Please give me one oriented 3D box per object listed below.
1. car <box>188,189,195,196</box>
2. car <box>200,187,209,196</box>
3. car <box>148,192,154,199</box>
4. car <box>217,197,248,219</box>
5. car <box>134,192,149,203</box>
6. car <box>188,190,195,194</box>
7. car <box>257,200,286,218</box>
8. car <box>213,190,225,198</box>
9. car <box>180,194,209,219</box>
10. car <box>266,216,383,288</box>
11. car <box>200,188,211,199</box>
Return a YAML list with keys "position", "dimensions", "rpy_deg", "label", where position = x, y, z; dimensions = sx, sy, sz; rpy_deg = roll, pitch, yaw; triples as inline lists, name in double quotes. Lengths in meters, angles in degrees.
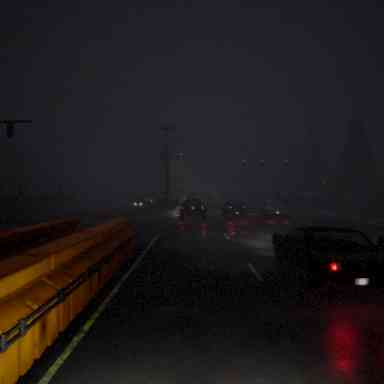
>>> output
- position: [-0.146, 0.127, 91.070]
  dimensions: [2.128, 1.511, 4.902]
  rpy_deg: [0, 7, 0]
  label: "car"
- position: [3.354, -0.174, 91.084]
  dimensions: [2.150, 2.045, 5.566]
  rpy_deg: [0, 7, 0]
  label: "car"
- position: [-10.600, 0.805, 82.368]
  dimensions: [1.812, 1.442, 4.674]
  rpy_deg: [0, 3, 0]
  label: "car"
- position: [3.591, 1.443, 28.793]
  dimensions: [2.128, 1.511, 4.902]
  rpy_deg: [0, 0, 0]
  label: "car"
- position: [-10.519, 1.390, 66.933]
  dimensions: [2.128, 1.511, 4.902]
  rpy_deg: [0, 0, 0]
  label: "car"
- position: [-0.092, 0.934, 81.053]
  dimensions: [2.128, 1.511, 4.902]
  rpy_deg: [0, 3, 0]
  label: "car"
- position: [7.094, 1.475, 29.806]
  dimensions: [1.812, 1.442, 4.674]
  rpy_deg: [0, 0, 0]
  label: "car"
- position: [6.908, 0.933, 81.091]
  dimensions: [1.812, 1.442, 4.674]
  rpy_deg: [0, 3, 0]
  label: "car"
- position: [0.090, 1.304, 28.525]
  dimensions: [2.097, 1.767, 4.553]
  rpy_deg: [0, 0, 0]
  label: "car"
- position: [3.569, 1.585, 9.167]
  dimensions: [1.895, 1.301, 4.718]
  rpy_deg: [0, 0, 0]
  label: "car"
- position: [3.408, 0.766, 81.032]
  dimensions: [2.097, 1.767, 4.553]
  rpy_deg: [0, 3, 0]
  label: "car"
